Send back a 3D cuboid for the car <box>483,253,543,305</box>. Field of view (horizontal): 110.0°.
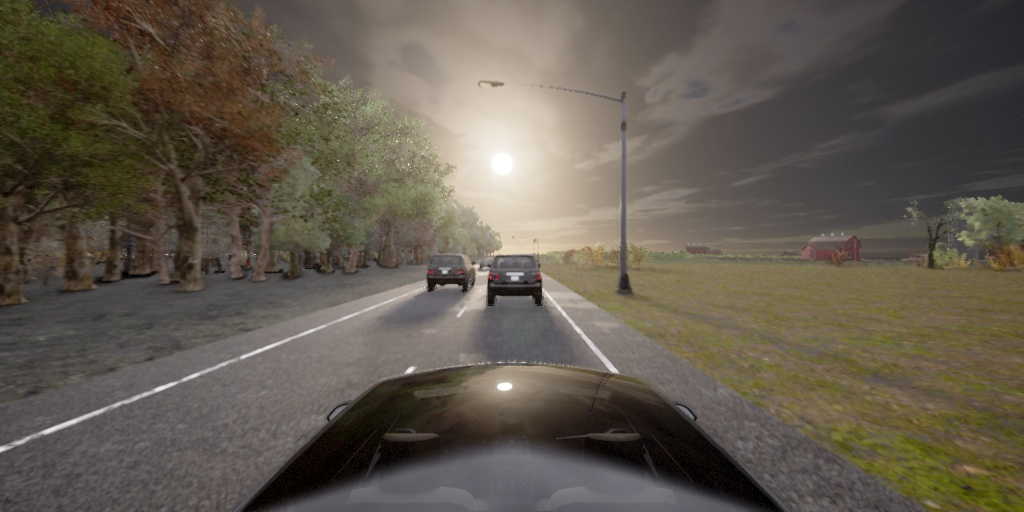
[{"bbox_3d":[0.108,0.898,15.653,2.150,2.045,5.566,0,0,0],"label":"car"}]

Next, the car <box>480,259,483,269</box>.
[{"bbox_3d":[-3.375,0.988,49.304,2.128,1.511,4.902,0,0,0],"label":"car"}]

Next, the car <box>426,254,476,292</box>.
[{"bbox_3d":[-3.390,0.874,20.785,2.150,2.045,5.566,0,0,0],"label":"car"}]
